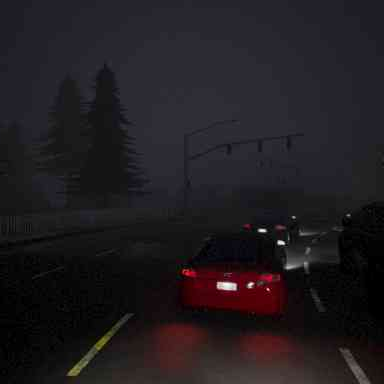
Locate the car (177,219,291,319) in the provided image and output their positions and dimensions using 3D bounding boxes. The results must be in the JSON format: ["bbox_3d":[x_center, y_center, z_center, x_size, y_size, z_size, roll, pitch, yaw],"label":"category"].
[{"bbox_3d":[1.123,1.564,7.568,1.994,1.385,4.181,0,0,15],"label":"car"}]

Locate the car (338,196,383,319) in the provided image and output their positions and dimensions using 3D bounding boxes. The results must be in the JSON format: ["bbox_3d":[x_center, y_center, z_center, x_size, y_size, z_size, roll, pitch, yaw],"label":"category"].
[{"bbox_3d":[4.701,1.221,7.210,2.150,2.045,5.566,0,0,15],"label":"car"}]

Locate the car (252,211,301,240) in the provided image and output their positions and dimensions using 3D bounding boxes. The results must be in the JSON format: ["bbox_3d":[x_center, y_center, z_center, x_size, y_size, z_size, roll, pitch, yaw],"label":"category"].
[{"bbox_3d":[3.781,1.564,15.540,1.994,1.385,4.181,0,0,26],"label":"car"}]

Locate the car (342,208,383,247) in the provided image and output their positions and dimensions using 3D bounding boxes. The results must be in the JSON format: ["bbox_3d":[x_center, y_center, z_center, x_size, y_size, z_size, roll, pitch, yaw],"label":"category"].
[{"bbox_3d":[8.359,1.564,15.802,1.994,1.385,4.181,0,0,28],"label":"car"}]
